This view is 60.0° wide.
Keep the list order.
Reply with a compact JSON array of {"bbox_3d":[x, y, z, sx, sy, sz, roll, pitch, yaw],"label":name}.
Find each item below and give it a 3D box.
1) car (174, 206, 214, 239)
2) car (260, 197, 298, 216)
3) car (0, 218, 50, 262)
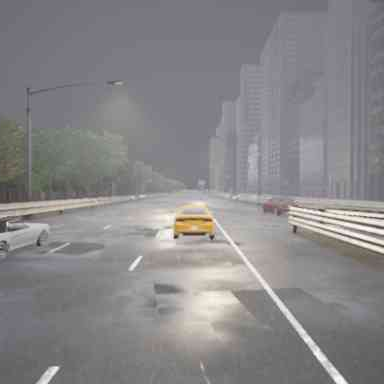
[{"bbox_3d":[0.094,1.429,17.130,1.882,1.535,5.008,0,0,0],"label":"car"},{"bbox_3d":[8.335,1.291,32.169,2.097,1.767,4.553,0,0,-12],"label":"car"},{"bbox_3d":[-6.903,1.567,11.909,1.895,1.301,4.718,0,0,0],"label":"car"}]
